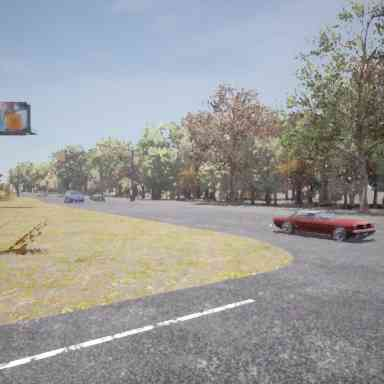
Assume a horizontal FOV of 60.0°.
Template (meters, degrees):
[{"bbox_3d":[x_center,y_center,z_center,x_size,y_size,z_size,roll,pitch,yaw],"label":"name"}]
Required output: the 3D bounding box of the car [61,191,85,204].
[{"bbox_3d":[-19.313,0.897,54.486,2.150,2.045,5.566,0,0,-33],"label":"car"}]

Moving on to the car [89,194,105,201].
[{"bbox_3d":[-19.151,1.138,66.817,2.033,1.411,5.357,0,0,-34],"label":"car"}]

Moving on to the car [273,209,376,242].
[{"bbox_3d":[6.391,1.552,16.490,1.895,1.301,4.718,0,1,-34],"label":"car"}]
